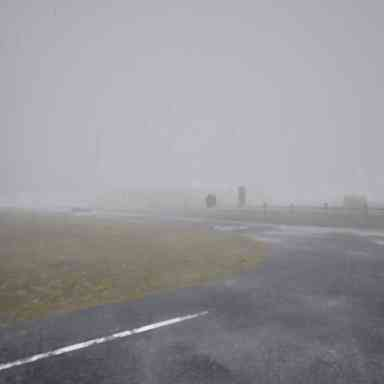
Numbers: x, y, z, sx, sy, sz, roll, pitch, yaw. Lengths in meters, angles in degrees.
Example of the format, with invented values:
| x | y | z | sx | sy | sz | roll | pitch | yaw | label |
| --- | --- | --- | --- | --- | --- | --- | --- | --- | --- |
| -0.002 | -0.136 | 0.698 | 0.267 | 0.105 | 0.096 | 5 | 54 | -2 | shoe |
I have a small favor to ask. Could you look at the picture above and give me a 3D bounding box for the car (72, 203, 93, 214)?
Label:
| x | y | z | sx | sy | sz | roll | pitch | yaw | label |
| --- | --- | --- | --- | --- | --- | --- | --- | --- | --- |
| -15.724 | 2.255 | 47.361 | 1.812 | 1.442 | 4.674 | 0 | -1 | -36 | car |
